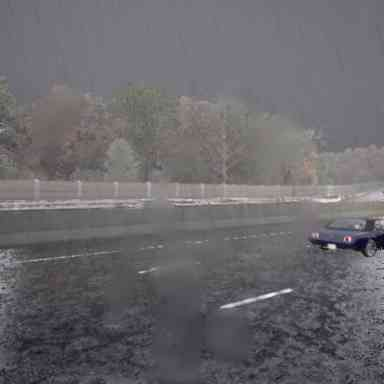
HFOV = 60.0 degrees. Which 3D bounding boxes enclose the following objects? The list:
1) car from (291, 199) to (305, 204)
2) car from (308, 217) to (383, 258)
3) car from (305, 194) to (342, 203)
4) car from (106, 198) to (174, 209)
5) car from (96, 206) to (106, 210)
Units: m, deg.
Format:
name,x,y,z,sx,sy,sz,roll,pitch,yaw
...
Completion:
name,x,y,z,sx,sy,sz,roll,pitch,yaw
car,17.171,1.679,50.510,4.718,1.301,1.895,0,0,-36
car,6.654,1.599,12.792,4.718,1.301,1.895,0,0,-36
car,19.203,1.340,47.661,5.566,2.045,2.150,0,0,-36
car,-3.224,1.350,23.184,4.553,1.767,2.097,0,0,-35
car,-6.137,1.599,25.408,4.718,1.301,1.895,0,0,-35
